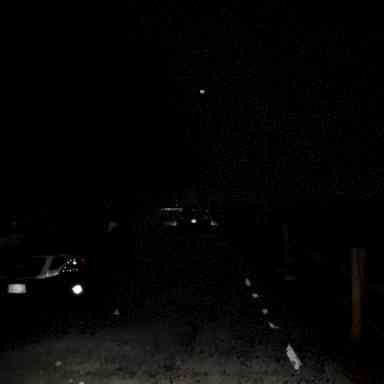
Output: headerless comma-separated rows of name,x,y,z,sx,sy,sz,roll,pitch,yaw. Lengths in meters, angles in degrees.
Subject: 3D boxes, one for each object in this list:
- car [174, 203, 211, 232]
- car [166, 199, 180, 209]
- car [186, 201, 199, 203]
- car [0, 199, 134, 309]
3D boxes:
car,0.099,1.574,20.311,1.994,1.385,4.181,0,0,0
car,-2.831,1.788,50.539,2.033,1.411,5.357,0,-1,0
car,0.098,1.719,39.242,1.895,1.301,4.718,0,0,0
car,-2.851,1.221,8.189,2.150,2.045,5.566,0,0,0
